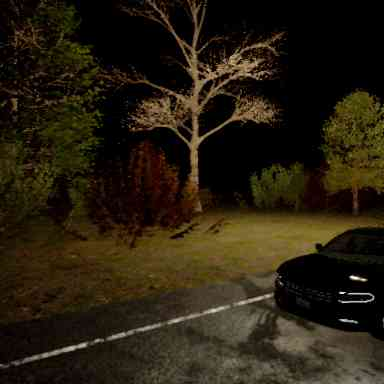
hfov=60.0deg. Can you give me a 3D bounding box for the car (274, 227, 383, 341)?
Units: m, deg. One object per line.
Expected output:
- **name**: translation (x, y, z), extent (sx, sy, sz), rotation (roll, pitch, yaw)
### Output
- **car**: translation (3.774, 1.477, 6.663), extent (5.008, 1.535, 1.882), rotation (0, 0, -35)
